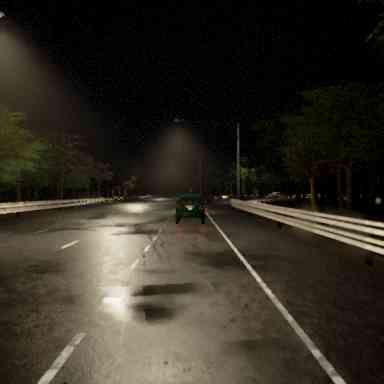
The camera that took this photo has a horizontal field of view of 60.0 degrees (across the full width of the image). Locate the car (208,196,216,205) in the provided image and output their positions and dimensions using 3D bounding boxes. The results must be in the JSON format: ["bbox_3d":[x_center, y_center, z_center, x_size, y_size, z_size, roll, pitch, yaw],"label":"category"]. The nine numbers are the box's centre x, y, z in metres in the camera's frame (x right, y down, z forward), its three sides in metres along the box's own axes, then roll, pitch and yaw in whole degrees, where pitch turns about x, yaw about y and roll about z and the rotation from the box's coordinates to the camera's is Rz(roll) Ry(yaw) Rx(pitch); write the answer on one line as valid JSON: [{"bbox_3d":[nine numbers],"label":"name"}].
[{"bbox_3d":[2.967,1.568,59.413,1.837,1.490,4.892,-1,-1,15],"label":"car"}]

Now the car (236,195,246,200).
[{"bbox_3d":[11.619,1.567,80.238,1.812,1.442,4.674,0,0,31],"label":"car"}]

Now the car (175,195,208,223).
[{"bbox_3d":[-0.135,1.255,25.664,2.150,2.045,5.566,0,0,0],"label":"car"}]
